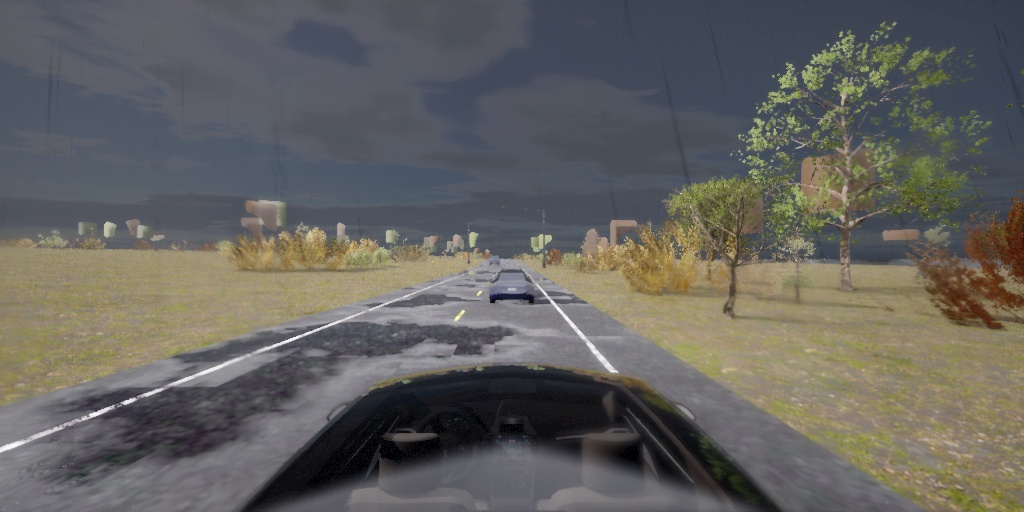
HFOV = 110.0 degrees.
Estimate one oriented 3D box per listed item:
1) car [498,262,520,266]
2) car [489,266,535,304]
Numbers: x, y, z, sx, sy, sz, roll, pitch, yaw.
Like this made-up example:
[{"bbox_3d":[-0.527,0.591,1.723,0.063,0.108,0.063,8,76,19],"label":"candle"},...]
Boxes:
[{"bbox_3d":[0.000,1.376,31.531,1.895,1.301,4.718,0,0,0],"label":"car"},{"bbox_3d":[0.000,1.324,16.501,1.994,1.385,4.181,0,0,0],"label":"car"}]
